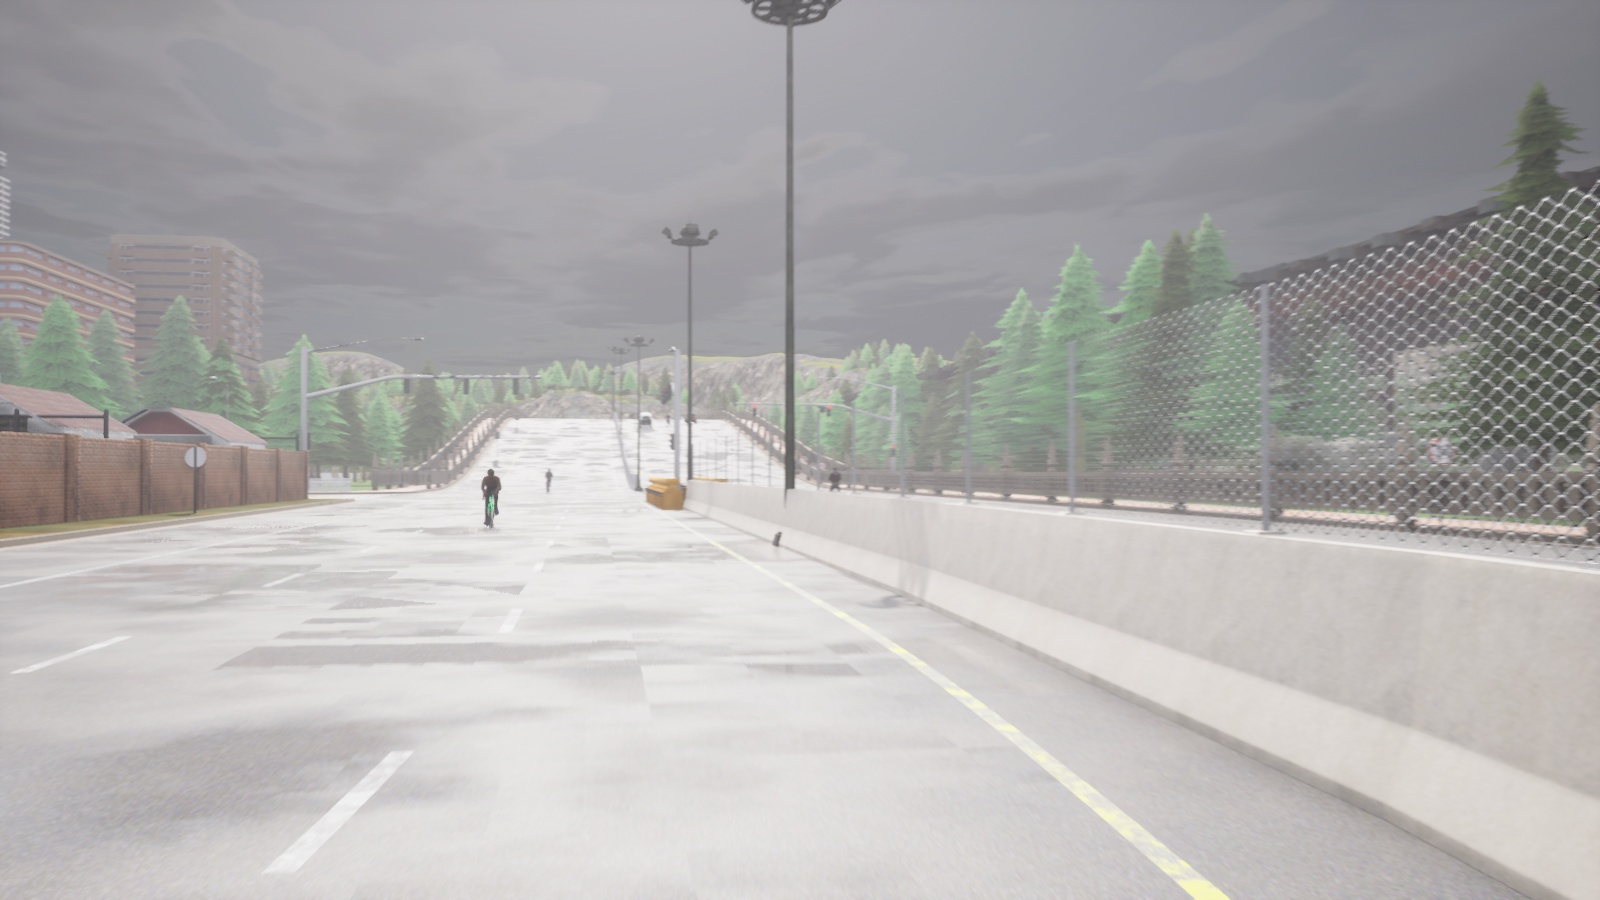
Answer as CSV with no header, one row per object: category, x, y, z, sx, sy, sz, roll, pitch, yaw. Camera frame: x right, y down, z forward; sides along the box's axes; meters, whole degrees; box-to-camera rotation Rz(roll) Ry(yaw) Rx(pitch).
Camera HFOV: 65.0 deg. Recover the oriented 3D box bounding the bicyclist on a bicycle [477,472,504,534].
bicyclist on a bicycle,-8.349,1.402,33.915,0.582,1.620,1.656,0,-1,-10
